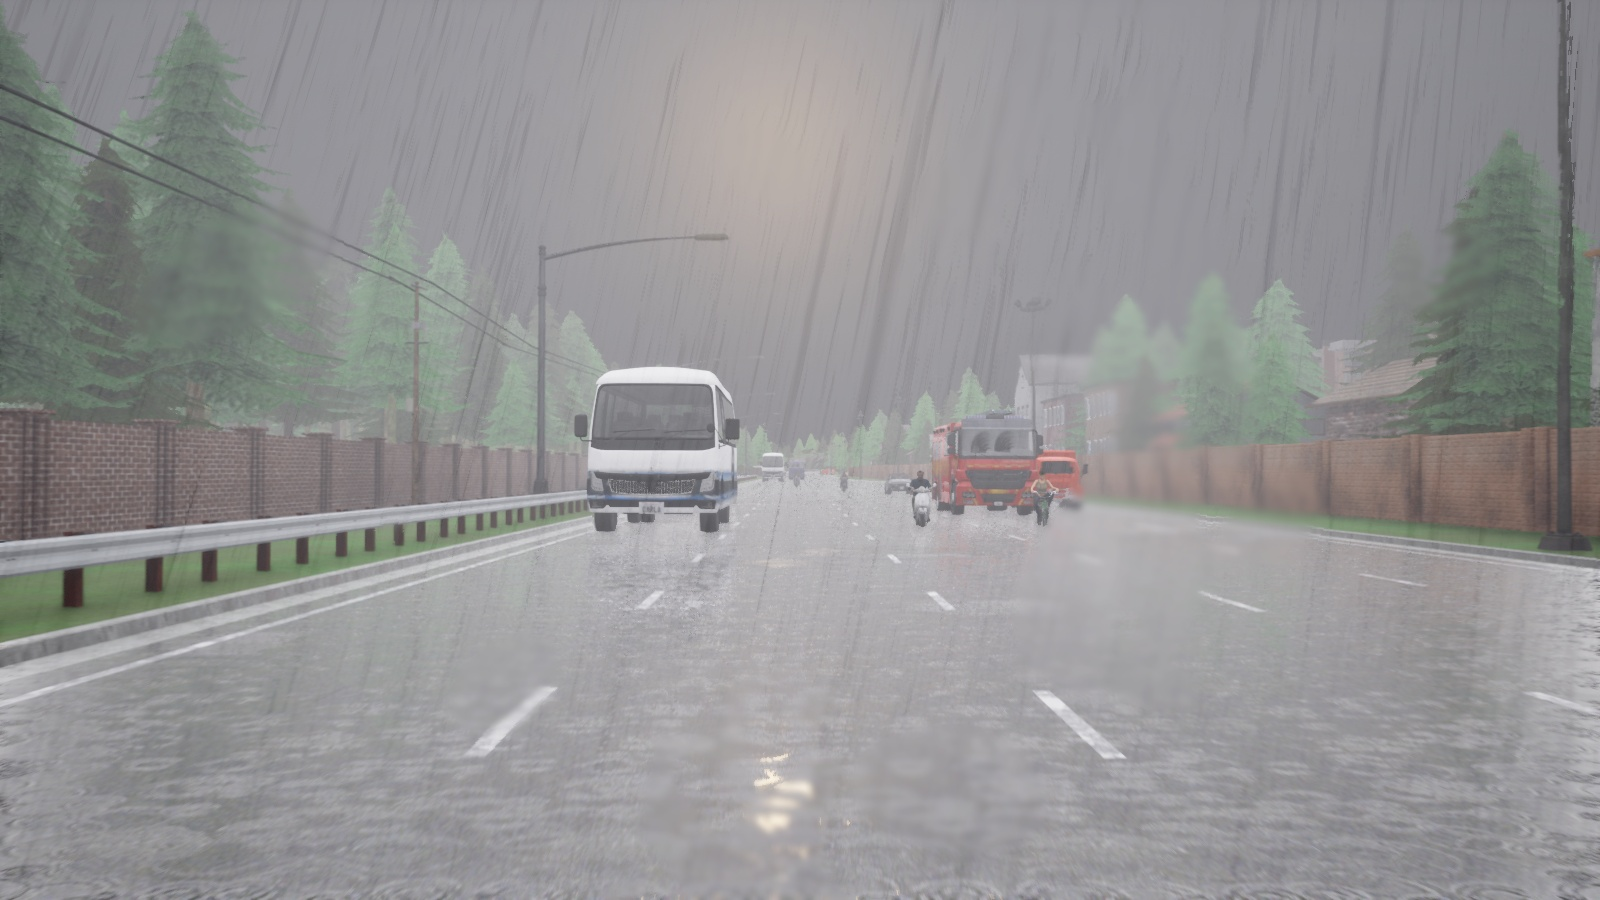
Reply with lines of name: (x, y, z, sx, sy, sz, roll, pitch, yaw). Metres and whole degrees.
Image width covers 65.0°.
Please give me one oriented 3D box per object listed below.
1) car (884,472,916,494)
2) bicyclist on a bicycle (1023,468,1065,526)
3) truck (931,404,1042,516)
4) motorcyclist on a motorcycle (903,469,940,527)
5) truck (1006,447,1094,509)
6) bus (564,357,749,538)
car: (6.788, 2.237, 85.754, 1.816, 1.474, 4.193, 0, -1, 0)
bicyclist on a bicycle: (6.916, 1.320, 35.657, 0.866, 1.612, 1.509, 0, -1, 0)
truck: (6.877, 0.417, 47.475, 2.891, 3.827, 8.468, 0, -1, 0)
motorcyclist on a motorcycle: (3.412, 1.348, 35.445, 0.866, 1.590, 1.817, 0, -1, 0)
truck: (10.367, 1.166, 52.575, 2.627, 2.467, 5.204, 0, -1, 0)
bus: (-3.592, 0.034, 34.740, 3.944, 4.253, 10.273, 0, -1, 0)
